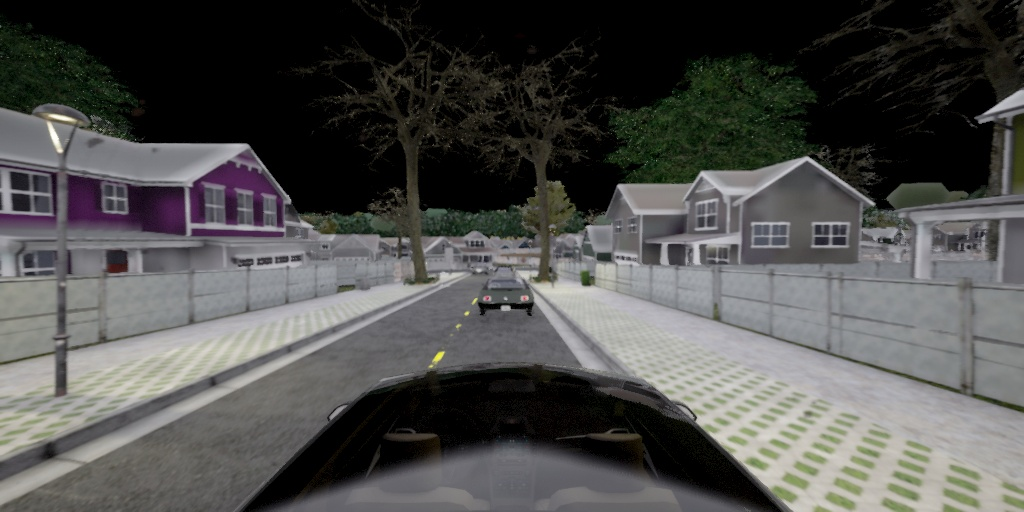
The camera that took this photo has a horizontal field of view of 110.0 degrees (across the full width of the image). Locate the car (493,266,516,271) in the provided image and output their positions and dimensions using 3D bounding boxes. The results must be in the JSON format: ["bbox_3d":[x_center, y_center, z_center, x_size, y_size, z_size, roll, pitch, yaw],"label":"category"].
[{"bbox_3d":[-0.624,1.524,29.772,1.994,1.385,4.181,0,0,-1],"label":"car"}]

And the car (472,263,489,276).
[{"bbox_3d":[-3.834,1.595,44.144,2.128,1.511,4.902,0,-1,-1],"label":"car"}]

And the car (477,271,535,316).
[{"bbox_3d":[-0.228,1.421,13.838,1.895,1.301,4.718,0,0,-1],"label":"car"}]
